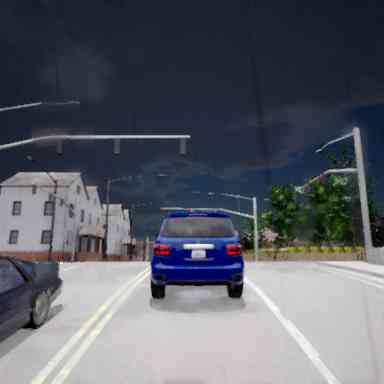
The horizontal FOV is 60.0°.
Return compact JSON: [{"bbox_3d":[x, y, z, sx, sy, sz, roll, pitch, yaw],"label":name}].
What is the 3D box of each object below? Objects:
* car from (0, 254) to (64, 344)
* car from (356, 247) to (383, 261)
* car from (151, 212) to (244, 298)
[{"bbox_3d":[-3.578,1.640,4.603,2.033,1.411,5.357,0,-2,0],"label":"car"},{"bbox_3d":[17.098,5.679,29.896,4.181,1.385,1.994,0,-12,1],"label":"car"},{"bbox_3d":[0.081,1.704,9.635,2.150,2.045,5.566,0,-7,-1],"label":"car"}]
